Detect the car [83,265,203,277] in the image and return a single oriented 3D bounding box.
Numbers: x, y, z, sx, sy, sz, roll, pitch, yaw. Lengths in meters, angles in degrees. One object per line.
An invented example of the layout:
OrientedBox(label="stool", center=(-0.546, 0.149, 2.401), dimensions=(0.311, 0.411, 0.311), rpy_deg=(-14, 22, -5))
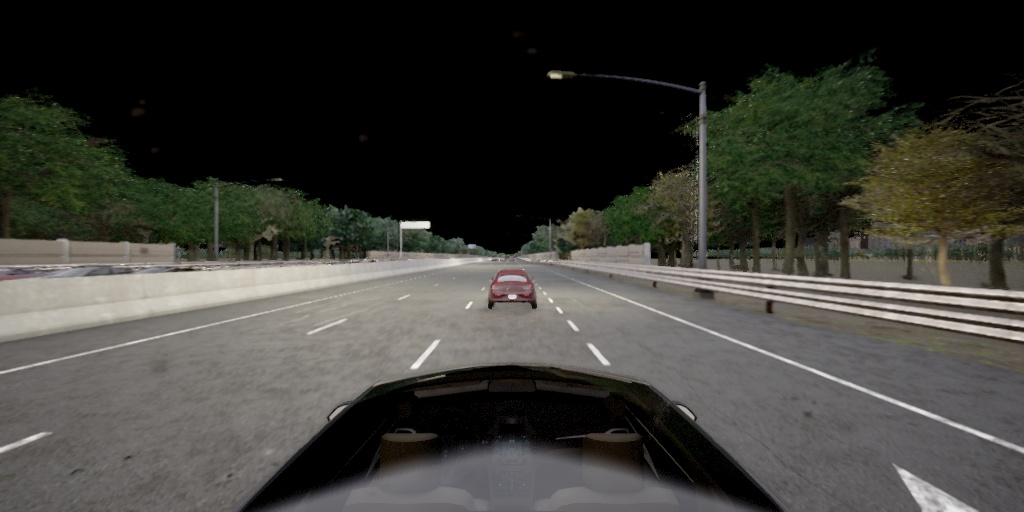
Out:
OrientedBox(label="car", center=(-17.596, 1.267, 18.001), dimensions=(1.837, 1.490, 4.892), rpy_deg=(0, 0, 0))

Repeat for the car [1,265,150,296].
OrientedBox(label="car", center=(-24.597, 1.311, 20.647), dimensions=(2.033, 1.411, 5.357), rpy_deg=(0, 0, 0))

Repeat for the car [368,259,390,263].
OrientedBox(label="car", center=(-21.020, 1.354, 58.583), dimensions=(2.033, 1.411, 5.357), rpy_deg=(0, 0, 1))

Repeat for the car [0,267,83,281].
OrientedBox(label="car", center=(-21.096, 1.239, 17.942), dimensions=(1.882, 1.535, 5.008), rpy_deg=(0, 0, 0))

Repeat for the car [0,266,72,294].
OrientedBox(label="car", center=(-28.090, 1.327, 19.981), dimensions=(1.994, 1.385, 4.181), rpy_deg=(0, 0, 0))

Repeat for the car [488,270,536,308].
OrientedBox(label="car", center=(0.005, 1.303, 15.163), dimensions=(1.812, 1.442, 4.674), rpy_deg=(0, 0, 0))

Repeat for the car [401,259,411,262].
OrientedBox(label="car", center=(-17.534, 1.300, 58.591), dimensions=(2.128, 1.511, 4.902), rpy_deg=(0, 0, 1))
